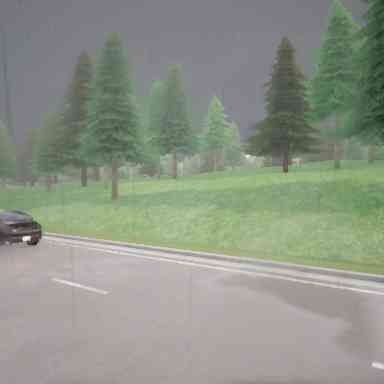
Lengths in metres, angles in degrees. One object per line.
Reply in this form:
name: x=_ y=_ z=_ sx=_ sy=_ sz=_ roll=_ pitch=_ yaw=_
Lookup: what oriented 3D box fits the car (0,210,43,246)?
car: x=-8.269 y=1.514 z=14.066 sx=4.892 sy=1.490 sz=1.837 roll=0 pitch=0 yaw=36
